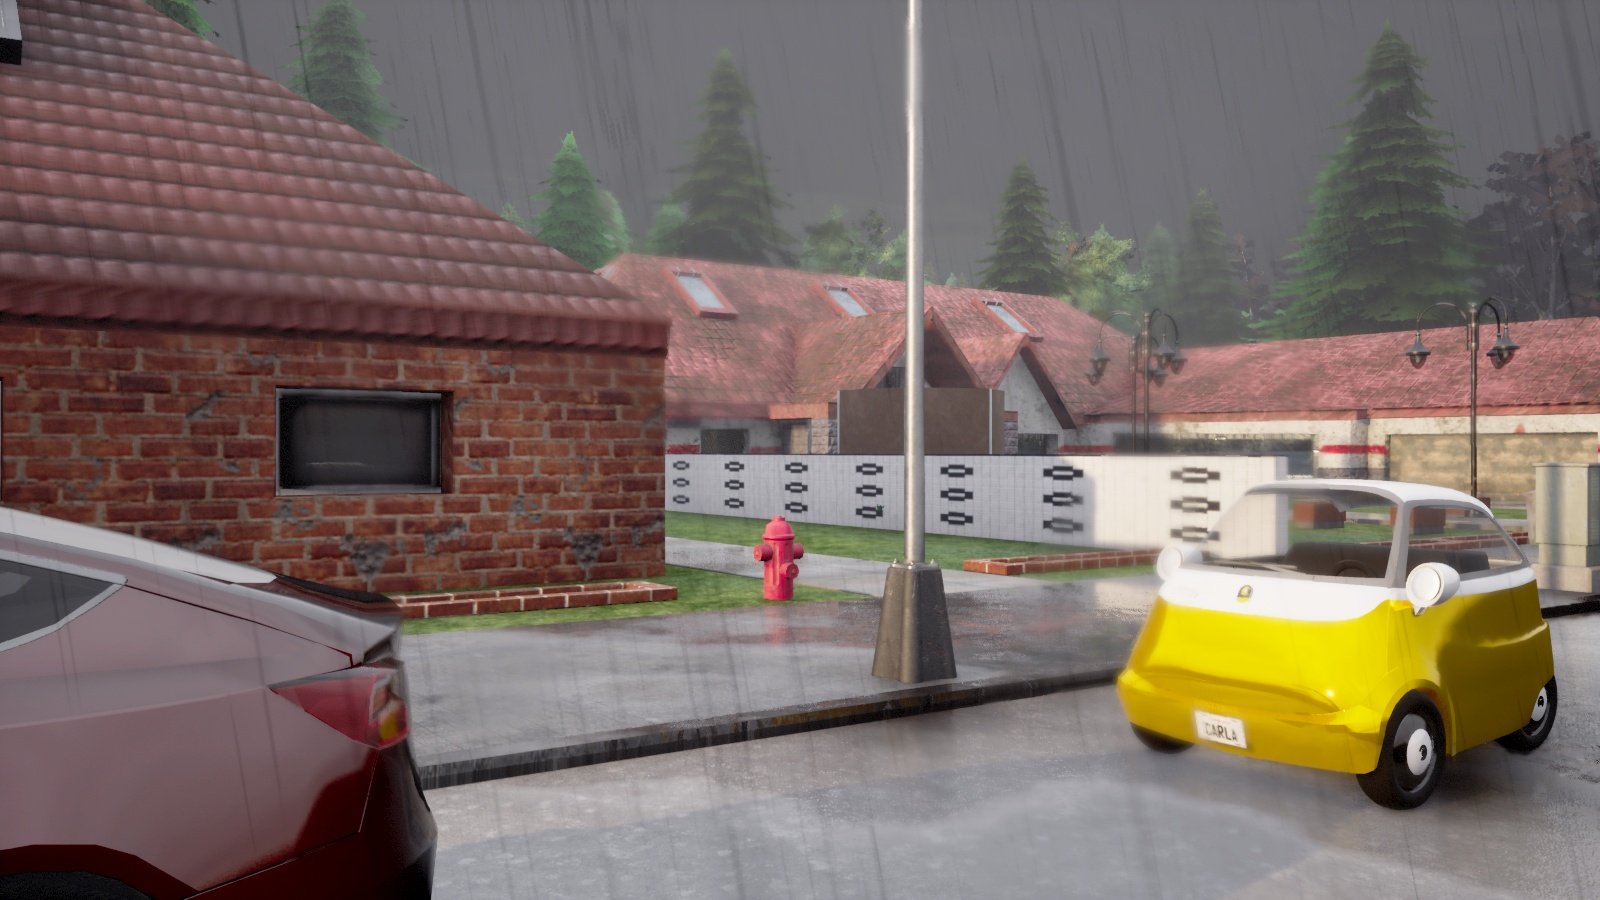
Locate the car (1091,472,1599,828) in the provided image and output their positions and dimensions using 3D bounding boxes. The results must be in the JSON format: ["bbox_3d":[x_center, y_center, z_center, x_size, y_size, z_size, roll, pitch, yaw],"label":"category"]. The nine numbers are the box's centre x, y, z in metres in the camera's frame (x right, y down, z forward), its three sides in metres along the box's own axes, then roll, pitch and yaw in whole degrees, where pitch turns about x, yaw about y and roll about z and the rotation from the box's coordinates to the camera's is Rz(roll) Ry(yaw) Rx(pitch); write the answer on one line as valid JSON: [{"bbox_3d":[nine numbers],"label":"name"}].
[{"bbox_3d":[2.760,0.809,6.189,2.207,1.376,1.481,0,0,-35],"label":"car"}]

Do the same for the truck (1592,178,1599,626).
[{"bbox_3d":[11.095,-0.414,11.998,8.468,3.827,2.891,0,0,-35],"label":"truck"}]

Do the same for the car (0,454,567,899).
[{"bbox_3d":[-3.070,0.756,2.135,4.792,1.488,2.163,0,0,-35],"label":"car"}]
